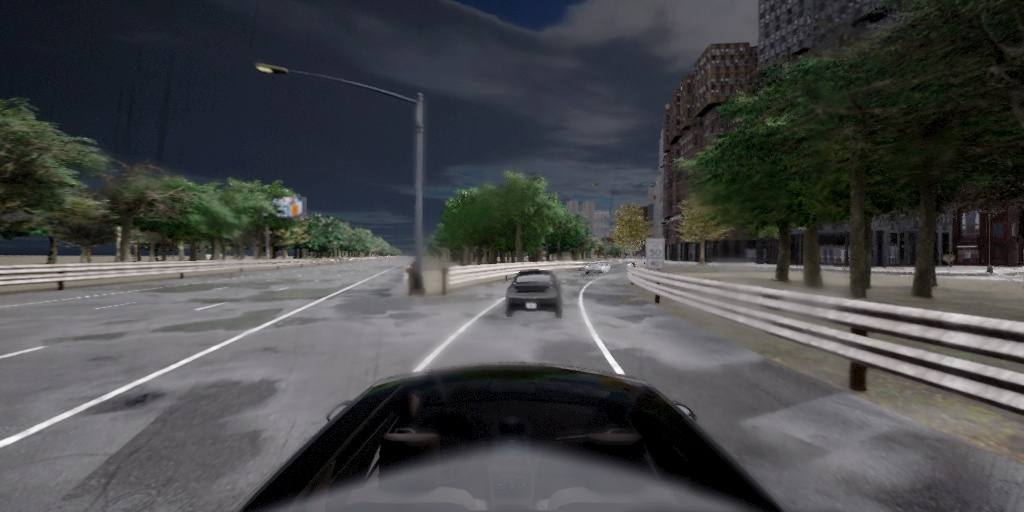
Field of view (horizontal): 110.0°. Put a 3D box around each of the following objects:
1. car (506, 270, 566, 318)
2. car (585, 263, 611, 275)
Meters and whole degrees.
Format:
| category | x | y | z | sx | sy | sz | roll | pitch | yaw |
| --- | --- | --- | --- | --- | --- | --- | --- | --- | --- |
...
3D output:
| category | x | y | z | sx | sy | sz | roll | pitch | yaw |
| --- | --- | --- | --- | --- | --- | --- | --- | --- | --- |
| car | 0.945 | 1.262 | 13.239 | 1.837 | 1.490 | 4.892 | 0 | 0 | 8 |
| car | 9.820 | 1.387 | 40.658 | 1.895 | 1.301 | 4.718 | 0 | 0 | 28 |
